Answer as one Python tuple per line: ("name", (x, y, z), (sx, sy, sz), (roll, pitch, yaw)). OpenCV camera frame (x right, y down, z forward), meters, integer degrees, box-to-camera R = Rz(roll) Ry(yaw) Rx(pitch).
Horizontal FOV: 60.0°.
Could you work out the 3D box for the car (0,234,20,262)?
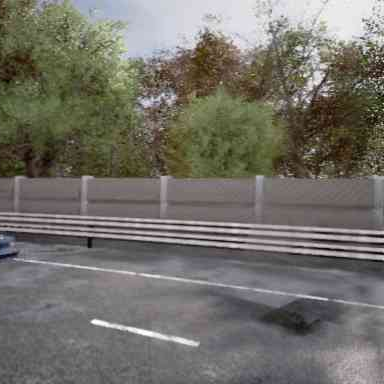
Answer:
("car", (-8.014, 1.589, 10.415), (5.357, 1.411, 2.033), (1, -1, 20))
